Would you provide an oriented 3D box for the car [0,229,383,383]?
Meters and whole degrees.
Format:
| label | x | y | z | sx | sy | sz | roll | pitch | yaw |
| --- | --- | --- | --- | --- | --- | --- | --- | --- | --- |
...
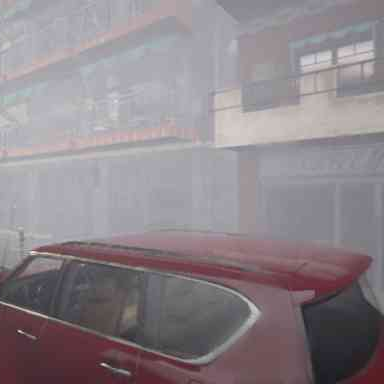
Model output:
| label | x | y | z | sx | sy | sz | roll | pitch | yaw |
| --- | --- | --- | --- | --- | --- | --- | --- | --- | --- |
| car | -0.678 | 1.324 | 3.360 | 5.009 | 1.841 | 2.192 | 0 | 0 | 35 |
